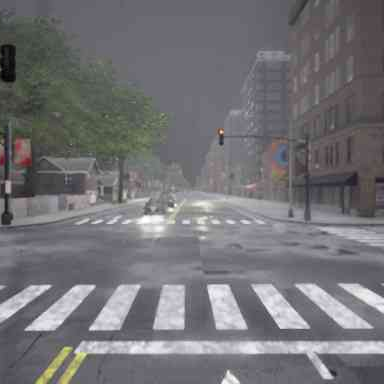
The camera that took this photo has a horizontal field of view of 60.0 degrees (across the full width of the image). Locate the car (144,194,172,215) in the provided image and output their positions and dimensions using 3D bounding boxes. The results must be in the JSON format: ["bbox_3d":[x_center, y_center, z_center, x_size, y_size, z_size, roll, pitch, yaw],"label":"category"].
[{"bbox_3d":[-3.347,1.271,31.309,2.128,1.511,4.902,0,0,0],"label":"car"}]

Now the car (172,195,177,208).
[{"bbox_3d":[-3.342,1.061,41.821,2.097,1.767,4.553,0,0,0],"label":"car"}]
